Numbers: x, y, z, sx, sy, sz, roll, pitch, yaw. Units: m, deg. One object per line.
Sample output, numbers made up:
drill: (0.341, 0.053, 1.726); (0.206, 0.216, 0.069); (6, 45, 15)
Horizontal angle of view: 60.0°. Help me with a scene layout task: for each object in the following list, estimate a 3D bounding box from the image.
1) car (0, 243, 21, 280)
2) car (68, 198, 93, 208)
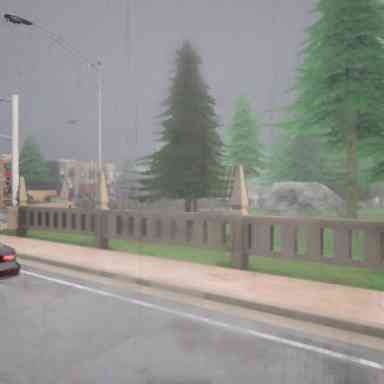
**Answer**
car: (-6.542, 1.564, 8.613); (5.357, 1.411, 2.033); (0, 0, 36)
car: (-14.372, 1.560, 41.090); (1.837, 1.490, 4.892); (0, 0, 36)
